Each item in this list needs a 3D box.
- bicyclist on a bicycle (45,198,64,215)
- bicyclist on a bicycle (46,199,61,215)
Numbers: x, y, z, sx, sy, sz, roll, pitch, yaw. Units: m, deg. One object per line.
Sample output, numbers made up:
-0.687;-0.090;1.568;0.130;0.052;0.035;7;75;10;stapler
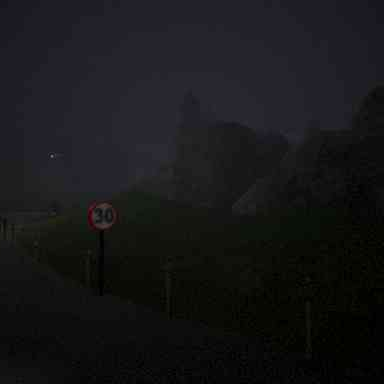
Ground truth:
-15.199;1.628;36.817;1.656;1.620;0.582;8;-4;-2;bicyclist on a bicycle
-15.176;1.649;36.499;1.656;1.620;0.582;7;4;-2;bicyclist on a bicycle
